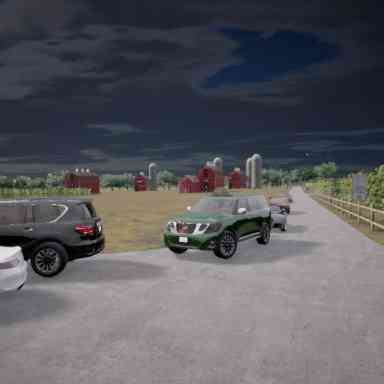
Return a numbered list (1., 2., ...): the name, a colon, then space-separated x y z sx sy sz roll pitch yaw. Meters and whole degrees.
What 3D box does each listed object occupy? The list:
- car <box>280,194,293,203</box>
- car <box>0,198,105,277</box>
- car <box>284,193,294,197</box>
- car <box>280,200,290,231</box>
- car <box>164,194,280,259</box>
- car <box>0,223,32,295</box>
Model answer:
1. car: 8.002 1.187 30.480 1.882 1.535 5.008 0 0 17
2. car: -5.390 1.231 9.622 5.566 2.045 2.150 -1 1 -4
3. car: 14.830 0.985 52.117 1.837 1.490 4.892 0 0 18
4. car: 4.367 1.388 19.043 1.994 1.385 4.181 0 0 17
5. car: 1.265 1.113 12.711 2.150 2.045 5.566 0 0 34
6. car: -5.712 1.615 6.264 4.674 1.442 1.812 -2 1 -25
